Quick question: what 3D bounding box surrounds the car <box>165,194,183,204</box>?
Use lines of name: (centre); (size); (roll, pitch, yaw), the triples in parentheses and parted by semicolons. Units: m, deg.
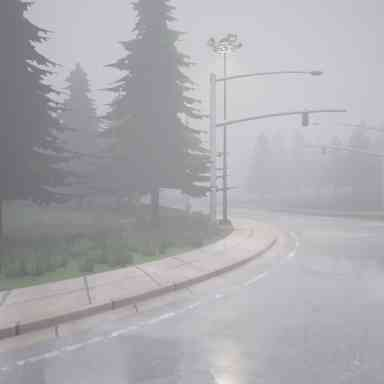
car: (-3.147, 1.547, 65.400); (2.033, 1.411, 5.357); (0, 0, -21)

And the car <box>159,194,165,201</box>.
car: (-7.009, 1.186, 75.146); (2.150, 2.045, 5.566); (0, 0, -21)
